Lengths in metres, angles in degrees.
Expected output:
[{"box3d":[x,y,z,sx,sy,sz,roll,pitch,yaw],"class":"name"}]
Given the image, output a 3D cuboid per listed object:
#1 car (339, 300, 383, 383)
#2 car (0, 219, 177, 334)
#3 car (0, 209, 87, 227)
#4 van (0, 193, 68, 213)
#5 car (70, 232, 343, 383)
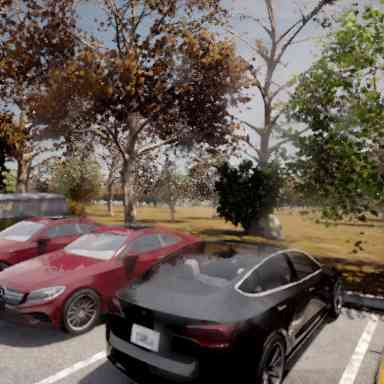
[{"box3d":[3.262,1.487,3.660,1.946,1.575,5.366,1,1,36],"class":"car"},{"box3d":[-1.480,1.424,6.834,2.002,1.452,4.674,2,1,36],"class":"car"},{"box3d":[-3.744,1.360,8.456,2.002,1.452,4.674,2,1,36],"class":"car"},{"box3d":[-5.987,1.035,9.904,1.878,1.987,4.442,1,2,35],"class":"van"},{"box3d":[0.901,1.472,5.159,2.163,1.488,4.792,1,1,36],"class":"car"}]
